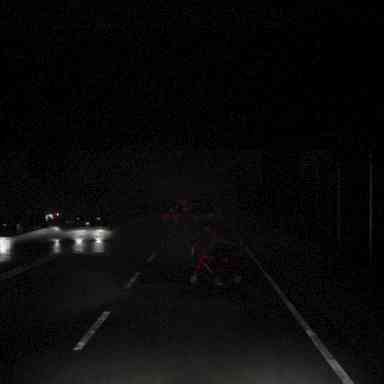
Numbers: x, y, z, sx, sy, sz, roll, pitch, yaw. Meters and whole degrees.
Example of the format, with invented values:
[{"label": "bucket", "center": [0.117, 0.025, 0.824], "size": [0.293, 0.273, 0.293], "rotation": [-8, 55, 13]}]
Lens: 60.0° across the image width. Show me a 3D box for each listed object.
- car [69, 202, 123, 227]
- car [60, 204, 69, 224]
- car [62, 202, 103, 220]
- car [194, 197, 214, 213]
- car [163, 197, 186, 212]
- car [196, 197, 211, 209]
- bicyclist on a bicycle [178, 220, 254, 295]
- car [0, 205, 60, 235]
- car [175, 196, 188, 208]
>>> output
[{"label": "car", "center": [-6.249, 1.540, 22.957], "size": [2.033, 1.411, 5.357], "rotation": [0, 0, 3]}, {"label": "car", "center": [-9.681, 1.592, 24.577], "size": [1.895, 1.301, 4.718], "rotation": [0, 0, 2]}, {"label": "car", "center": [-9.568, 1.591, 29.454], "size": [1.895, 1.301, 4.718], "rotation": [0, 0, 2]}, {"label": "car", "center": [1.336, 1.340, 36.733], "size": [2.097, 1.767, 4.553], "rotation": [0, 0, 2]}, {"label": "car", "center": [-2.105, 1.588, 37.755], "size": [1.895, 1.301, 4.718], "rotation": [0, 0, 2]}, {"label": "car", "center": [1.710, 1.532, 47.722], "size": [2.033, 1.411, 5.357], "rotation": [0, 0, 3]}, {"label": "bicyclist on a bicycle", "center": [0.508, 1.441, 7.233], "size": [1.656, 1.620, 0.582], "rotation": [-1, 0, 2]}, {"label": "car", "center": [-9.968, 1.541, 19.268], "size": [2.033, 1.411, 5.357], "rotation": [0, 0, 2]}, {"label": "car", "center": [-1.728, 1.336, 48.412], "size": [2.097, 1.767, 4.553], "rotation": [0, 0, 2]}]
